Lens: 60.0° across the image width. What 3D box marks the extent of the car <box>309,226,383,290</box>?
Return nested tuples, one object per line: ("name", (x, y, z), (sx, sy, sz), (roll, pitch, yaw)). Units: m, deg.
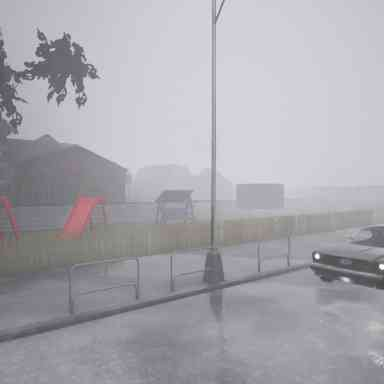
("car", (5.101, 1.596, 8.618), (4.718, 1.301, 1.895), (0, 0, -38))
